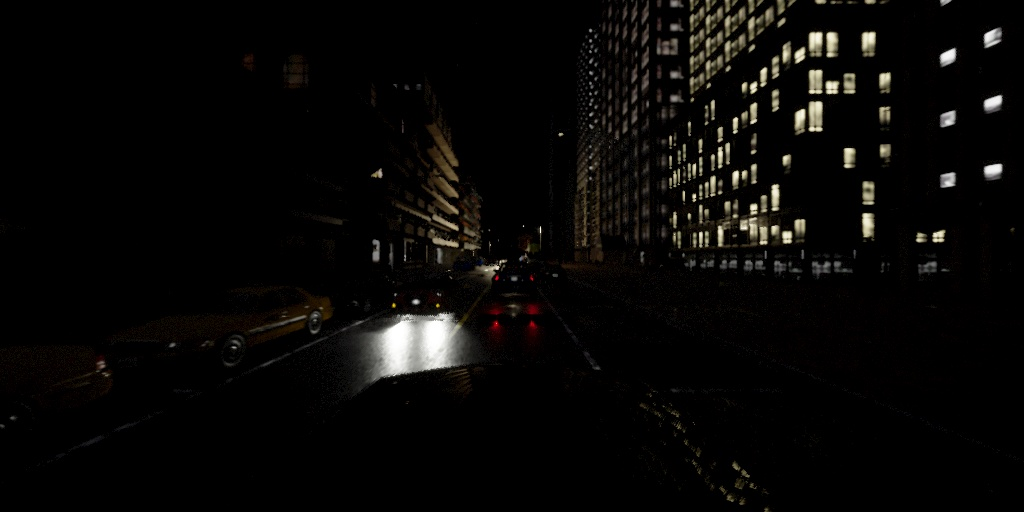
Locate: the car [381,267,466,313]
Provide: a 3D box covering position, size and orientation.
[{"bbox_3d":[-3.097,1.271,13.519,1.994,1.385,4.181,0,0,0],"label":"car"}]

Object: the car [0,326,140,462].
[{"bbox_3d":[-5.689,1.273,2.194,1.751,1.417,4.829,0,0,0],"label":"car"}]

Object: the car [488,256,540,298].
[{"bbox_3d":[0.103,1.043,18.214,2.097,1.767,4.553,0,0,0],"label":"car"}]

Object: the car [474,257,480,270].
[{"bbox_3d":[-5.679,1.151,46.547,1.888,1.381,4.507,0,0,0],"label":"car"}]

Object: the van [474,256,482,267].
[{"bbox_3d":[-5.677,0.917,57.591,1.690,1.789,3.998,0,0,0],"label":"van"}]

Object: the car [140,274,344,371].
[{"bbox_3d":[-5.688,1.252,7.717,1.751,1.417,4.829,0,0,0],"label":"car"}]

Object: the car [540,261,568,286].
[{"bbox_3d":[2.697,1.237,24.452,1.948,1.339,4.313,0,0,0],"label":"car"}]

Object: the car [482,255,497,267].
[{"bbox_3d":[-2.988,0.656,55.009,2.097,1.767,4.553,0,0,0],"label":"car"}]

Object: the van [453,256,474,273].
[{"bbox_3d":[-5.680,0.963,41.024,1.690,1.789,3.998,0,0,0],"label":"van"}]

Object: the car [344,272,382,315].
[{"bbox_3d":[-5.687,1.273,13.409,1.948,1.339,4.313,0,0,0],"label":"car"}]
